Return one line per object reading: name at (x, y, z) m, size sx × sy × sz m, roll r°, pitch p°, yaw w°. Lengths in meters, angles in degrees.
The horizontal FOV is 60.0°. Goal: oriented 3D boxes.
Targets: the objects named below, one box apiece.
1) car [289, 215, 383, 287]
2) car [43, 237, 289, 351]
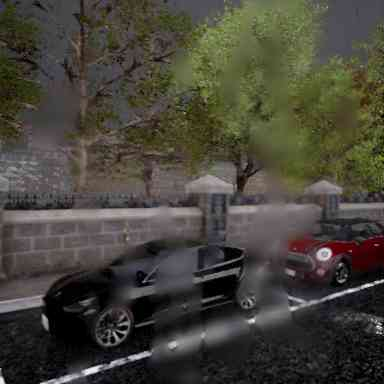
car at (4.087, 1.500, 9.471) m, size 4.097 × 1.590 × 1.967 m, roll 0°, pitch 0°, yaw -35°
car at (-0.423, 1.587, 6.255) m, size 4.313 × 1.339 × 1.947 m, roll 0°, pitch 0°, yaw -35°
